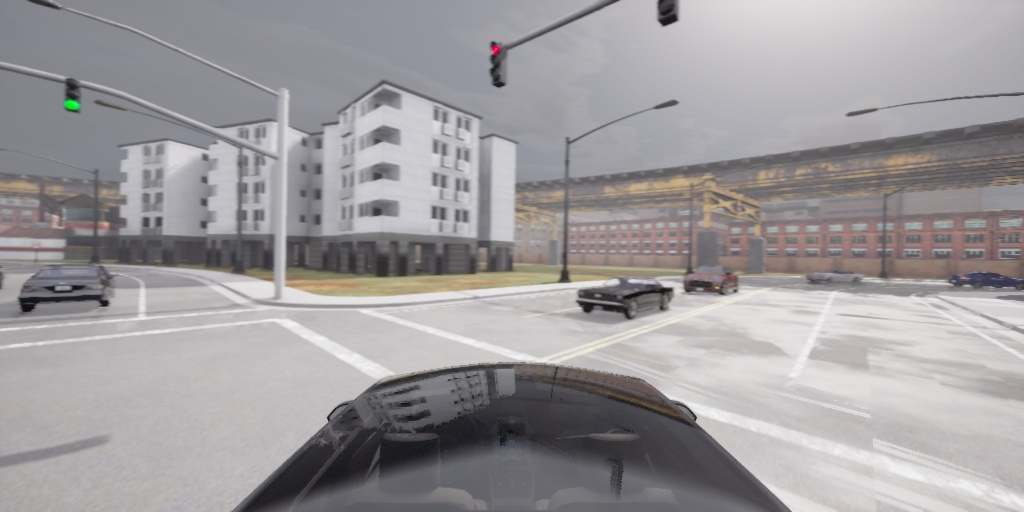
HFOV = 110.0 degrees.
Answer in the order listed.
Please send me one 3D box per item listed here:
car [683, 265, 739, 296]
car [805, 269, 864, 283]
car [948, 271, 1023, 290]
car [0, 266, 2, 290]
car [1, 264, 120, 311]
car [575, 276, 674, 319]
[{"bbox_3d":[12.044,1.320,21.606,2.097,1.767,4.553,1,0,44],"label":"car"},{"bbox_3d":[31.011,1.931,34.561,4.718,1.301,1.895,1,0,-10],"label":"car"},{"bbox_3d":[40.489,2.064,30.583,4.674,1.442,1.812,1,0,11],"label":"car"},{"bbox_3d":[-22.203,0.794,14.316,4.674,1.442,1.812,1,0,43],"label":"car"},{"bbox_3d":[-15.223,0.966,12.487,5.357,1.411,2.033,1,0,44],"label":"car"},{"bbox_3d":[4.349,1.426,13.461,1.895,1.301,4.718,1,0,43],"label":"car"}]
